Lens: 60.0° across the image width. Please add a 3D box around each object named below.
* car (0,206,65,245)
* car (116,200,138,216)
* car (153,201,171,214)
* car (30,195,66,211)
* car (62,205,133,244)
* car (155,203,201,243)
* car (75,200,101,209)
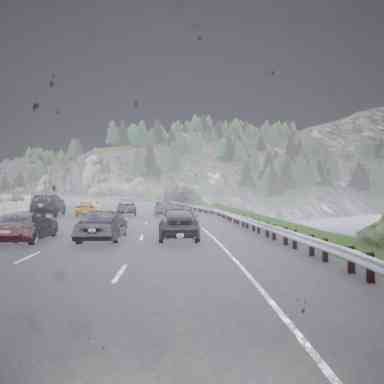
[{"bbox_3d":[-7.656,1.569,15.362,1.994,1.385,4.181,0,0,-5],"label":"car"},{"bbox_3d":[-6.168,1.492,31.546,2.128,1.511,4.902,0,0,-10],"label":"car"},{"bbox_3d":[-2.716,1.561,32.127,2.033,1.411,5.357,0,0,-10],"label":"car"},{"bbox_3d":[-13.075,1.255,30.413,2.150,2.045,5.566,0,0,-10],"label":"car"},{"bbox_3d":[-4.168,1.560,15.654,2.033,1.411,5.357,0,0,-5],"label":"car"},{"bbox_3d":[-0.680,1.513,15.945,1.837,1.490,4.892,0,0,-5],"label":"car"},{"bbox_3d":[-9.619,1.482,30.965,1.882,1.535,5.008,0,0,-10],"label":"car"}]
